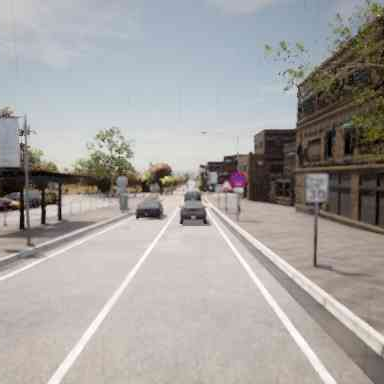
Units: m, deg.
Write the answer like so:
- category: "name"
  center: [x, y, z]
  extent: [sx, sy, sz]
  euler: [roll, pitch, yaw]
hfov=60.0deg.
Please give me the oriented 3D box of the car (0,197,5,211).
- category: "car"
  center: [-22.115, 1.383, 33.435]
  extent: [4.892, 1.521, 2.231]
  euler: [0, 0, 0]

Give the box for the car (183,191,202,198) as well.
- category: "car"
  center: [0.086, 0.861, 41.131]
  extent: [2.150, 2.045, 5.566]
  euler: [0, 2, 0]

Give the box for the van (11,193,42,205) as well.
- category: "van"
  center: [-22.023, 1.128, 44.535]
  extent: [4.442, 1.987, 1.878]
  euler: [0, 0, 0]

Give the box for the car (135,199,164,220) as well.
- category: "car"
  center: [-3.358, 1.351, 27.079]
  extent: [1.882, 1.535, 5.008]
  euler: [0, 0, 0]

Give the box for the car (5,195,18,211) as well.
- category: "car"
  center: [-22.155, 1.404, 36.210]
  extent: [4.792, 1.488, 2.163]
  euler: [0, 0, 0]

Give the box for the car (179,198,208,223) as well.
- category: "car"
  center: [0.092, 1.404, 24.248]
  extent: [1.837, 1.490, 4.892]
  euler: [0, 0, 0]

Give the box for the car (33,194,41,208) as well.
- category: "car"
  center: [-22.165, 1.390, 41.761]
  extent: [4.792, 1.488, 2.163]
  euler: [0, 0, 0]

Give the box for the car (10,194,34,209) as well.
- category: "car"
  center: [-21.945, 1.364, 38.984]
  extent: [5.366, 1.575, 1.946]
  euler: [0, 0, 0]
